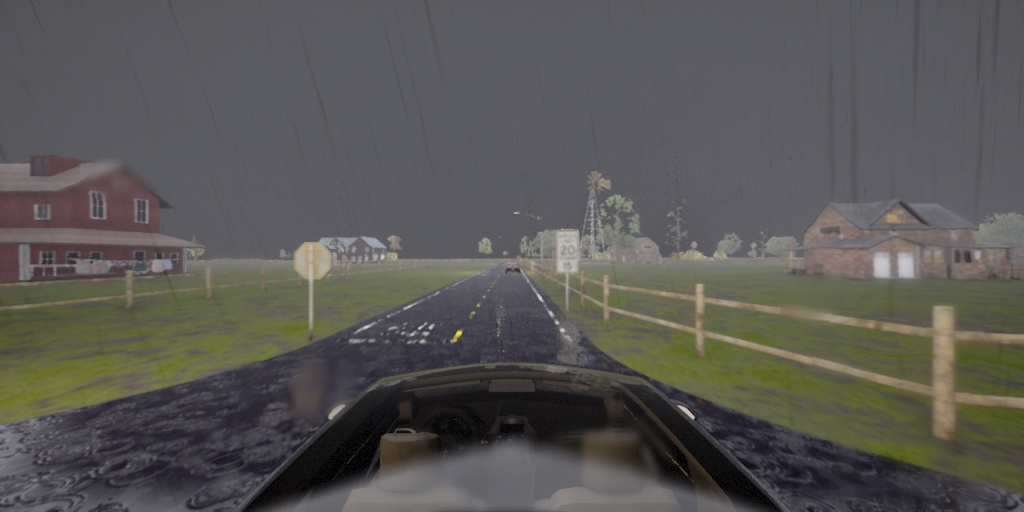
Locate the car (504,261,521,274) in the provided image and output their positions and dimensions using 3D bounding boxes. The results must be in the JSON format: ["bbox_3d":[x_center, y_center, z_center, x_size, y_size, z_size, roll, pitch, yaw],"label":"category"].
[{"bbox_3d":[0.080,1.369,44.408,1.837,1.490,4.892,0,0,0],"label":"car"}]
